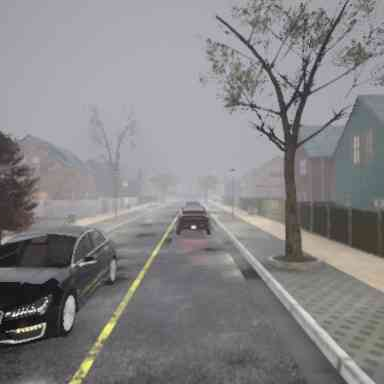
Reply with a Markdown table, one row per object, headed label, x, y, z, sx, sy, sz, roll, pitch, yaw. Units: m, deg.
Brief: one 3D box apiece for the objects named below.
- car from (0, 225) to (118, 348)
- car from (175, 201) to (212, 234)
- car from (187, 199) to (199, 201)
| label | x | y | z | sx | sy | sz | roll | pitch | yaw |
| --- | --- | --- | --- | --- | --- | --- | --- | --- | --- |
| car | -2.820 | 1.510 | 6.716 | 1.837 | 1.490 | 4.892 | 0 | 1 | 0 |
| car | 0.088 | 1.537 | 19.397 | 1.837 | 1.490 | 4.892 | 0 | 0 | 0 |
| car | 0.092 | 1.576 | 41.154 | 1.882 | 1.535 | 5.008 | 0 | 0 | 0 |
